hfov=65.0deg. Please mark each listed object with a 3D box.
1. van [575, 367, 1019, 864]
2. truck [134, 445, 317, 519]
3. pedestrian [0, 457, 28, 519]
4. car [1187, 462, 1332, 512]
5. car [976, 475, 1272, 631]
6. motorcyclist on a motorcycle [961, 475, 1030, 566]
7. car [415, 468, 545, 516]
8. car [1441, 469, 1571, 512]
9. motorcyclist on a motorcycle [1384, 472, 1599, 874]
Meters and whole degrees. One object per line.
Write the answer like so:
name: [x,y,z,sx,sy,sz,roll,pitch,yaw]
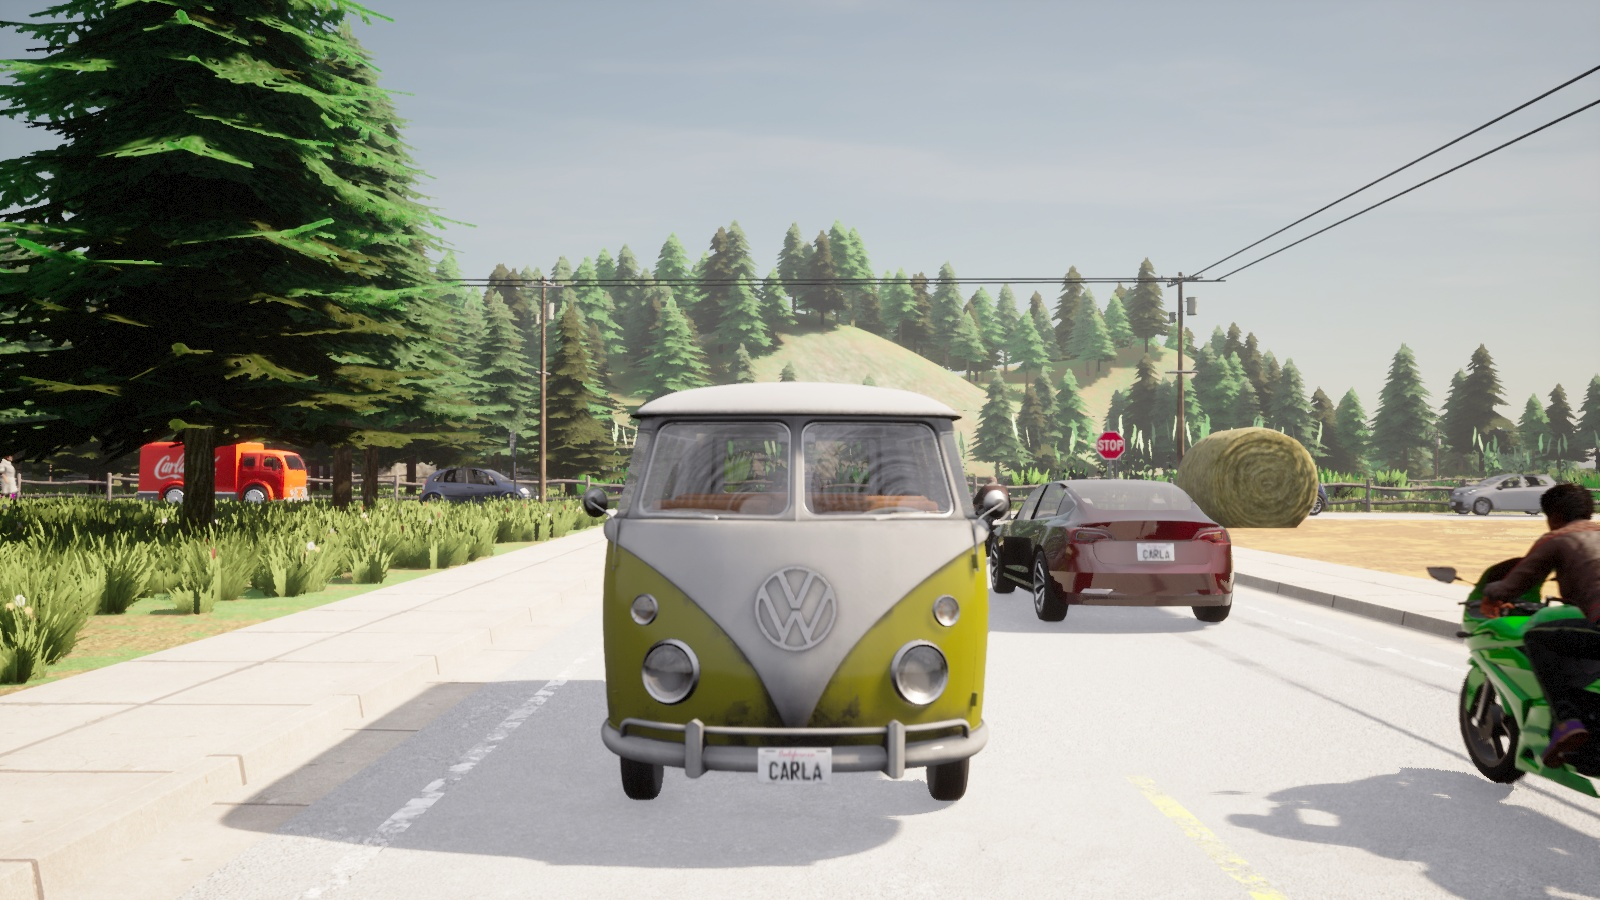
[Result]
van: [-0.018,0.685,7.267,1.775,1.987,4.442,0,-1,0]
truck: [-20.062,1.111,44.039,5.204,2.467,2.627,0,-1,2]
pedestrian: [-25.537,1.219,40.489,0.873,1.952,0.659,0,-1,-1]
car: [16.717,1.340,45.861,4.553,1.767,2.097,0,-1,3]
car: [3.466,1.044,14.535,2.163,1.488,4.792,0,-1,0]
motorcyclist on a motorcycle: [3.447,1.210,22.362,0.866,1.530,2.191,0,-1,0]
car: [-11.075,1.453,43.640,3.988,1.617,1.851,0,-1,3]
car: [25.513,1.451,45.452,3.633,1.501,1.845,-1,-1,3]
motorcyclist on a motorcycle: [3.486,0.878,5.599,0.797,1.523,2.044,0,0,0]
